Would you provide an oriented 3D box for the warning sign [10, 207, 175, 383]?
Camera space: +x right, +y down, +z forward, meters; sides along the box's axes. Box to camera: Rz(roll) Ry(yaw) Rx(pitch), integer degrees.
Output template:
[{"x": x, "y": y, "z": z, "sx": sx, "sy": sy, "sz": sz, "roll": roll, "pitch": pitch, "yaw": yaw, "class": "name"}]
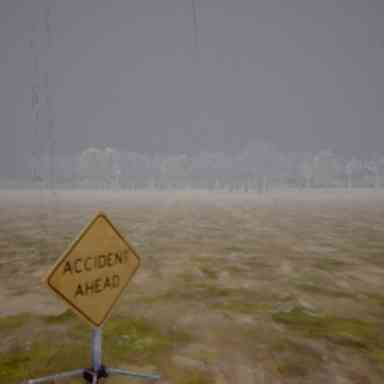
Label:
[{"x": -1.029, "y": 1.121, "z": 3.602, "sx": 1.060, "sy": 1.860, "sz": 1.300, "roll": 1, "pitch": 0, "yaw": 37, "class": "warning sign"}]
